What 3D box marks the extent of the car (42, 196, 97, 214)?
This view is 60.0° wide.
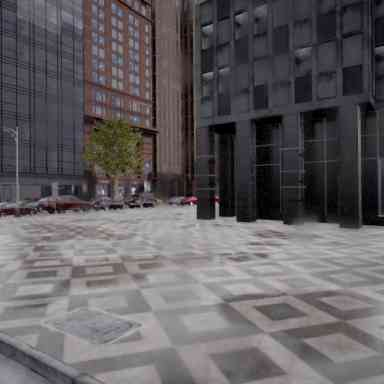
[{"bbox_3d":[-12.857,1.291,34.515,2.192,1.841,5.009,-1,0,35],"label":"car"}]

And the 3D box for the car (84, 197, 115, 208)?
[{"bbox_3d":[-13.450,1.486,48.642,1.967,1.590,4.097,-1,0,35],"label":"car"}]

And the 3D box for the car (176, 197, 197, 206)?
[{"bbox_3d":[-0.025,1.463,53.064,1.887,1.381,4.507,-1,0,35],"label":"car"}]

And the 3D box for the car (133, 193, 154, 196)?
[{"bbox_3d":[-7.976,1.219,51.680,2.150,2.045,5.566,-1,0,35],"label":"car"}]

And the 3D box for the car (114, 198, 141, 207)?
[{"bbox_3d":[-10.240,1.614,53.280,1.802,1.307,4.206,-1,0,35],"label":"car"}]

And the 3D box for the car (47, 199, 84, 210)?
[{"bbox_3d":[-16.656,1.643,44.004,1.802,1.307,4.206,-1,0,35],"label":"car"}]

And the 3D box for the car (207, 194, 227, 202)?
[{"bbox_3d":[5.799,1.297,76.472,2.192,1.841,5.009,-1,0,35],"label":"car"}]

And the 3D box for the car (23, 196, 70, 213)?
[{"bbox_3d":[-16.879,1.393,38.843,2.097,1.767,4.553,-1,0,35],"label":"car"}]

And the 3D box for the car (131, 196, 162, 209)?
[{"bbox_3d":[-6.440,1.510,43.788,1.947,1.339,4.313,-1,0,35],"label":"car"}]

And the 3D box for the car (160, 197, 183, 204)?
[{"bbox_3d":[-3.824,1.575,62.557,1.947,1.339,4.313,-1,0,35],"label":"car"}]

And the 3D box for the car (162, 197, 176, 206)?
[{"bbox_3d":[-2.033,1.497,54.758,2.033,1.411,5.357,-1,0,35],"label":"car"}]

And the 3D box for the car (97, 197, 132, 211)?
[{"bbox_3d":[-9.648,1.526,39.152,1.947,1.339,4.313,-1,0,35],"label":"car"}]

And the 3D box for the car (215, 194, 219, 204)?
[{"bbox_3d":[3.181,1.223,57.703,2.192,1.841,5.009,-1,0,35],"label":"car"}]

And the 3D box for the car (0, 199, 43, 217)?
[{"bbox_3d":[-16.063,1.577,29.876,1.802,1.307,4.206,-1,0,35],"label":"car"}]

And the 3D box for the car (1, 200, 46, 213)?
[{"bbox_3d":[-19.864,1.644,39.366,1.947,1.339,4.313,-1,0,35],"label":"car"}]

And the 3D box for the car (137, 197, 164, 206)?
[{"bbox_3d":[-7.129,1.546,57.778,1.752,1.417,4.829,-1,0,35],"label":"car"}]
